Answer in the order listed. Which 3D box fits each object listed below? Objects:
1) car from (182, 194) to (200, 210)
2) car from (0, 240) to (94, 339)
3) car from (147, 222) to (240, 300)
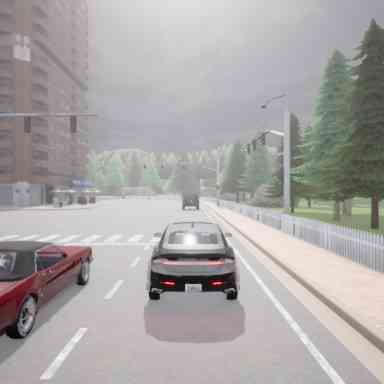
[{"bbox_3d":[-0.173,1.219,43.791,2.150,2.045,5.566,0,0,-1],"label":"car"},{"bbox_3d":[-3.449,1.600,6.502,1.895,1.301,4.718,0,0,0],"label":"car"},{"bbox_3d":[0.024,1.491,8.350,2.128,1.511,4.902,0,0,0],"label":"car"}]
